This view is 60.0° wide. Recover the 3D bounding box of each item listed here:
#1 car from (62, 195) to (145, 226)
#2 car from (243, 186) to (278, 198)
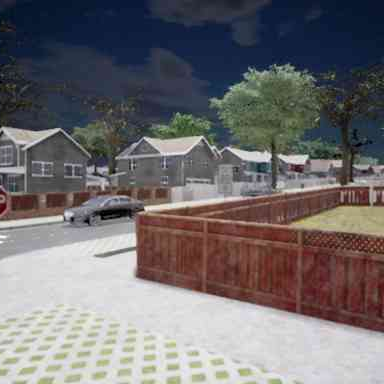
[{"bbox_3d":[-4.795,0.947,18.621,2.128,1.511,4.902,1,3,36],"label":"car"},{"bbox_3d":[7.342,0.123,35.320,2.033,1.411,5.357,1,3,36],"label":"car"}]
